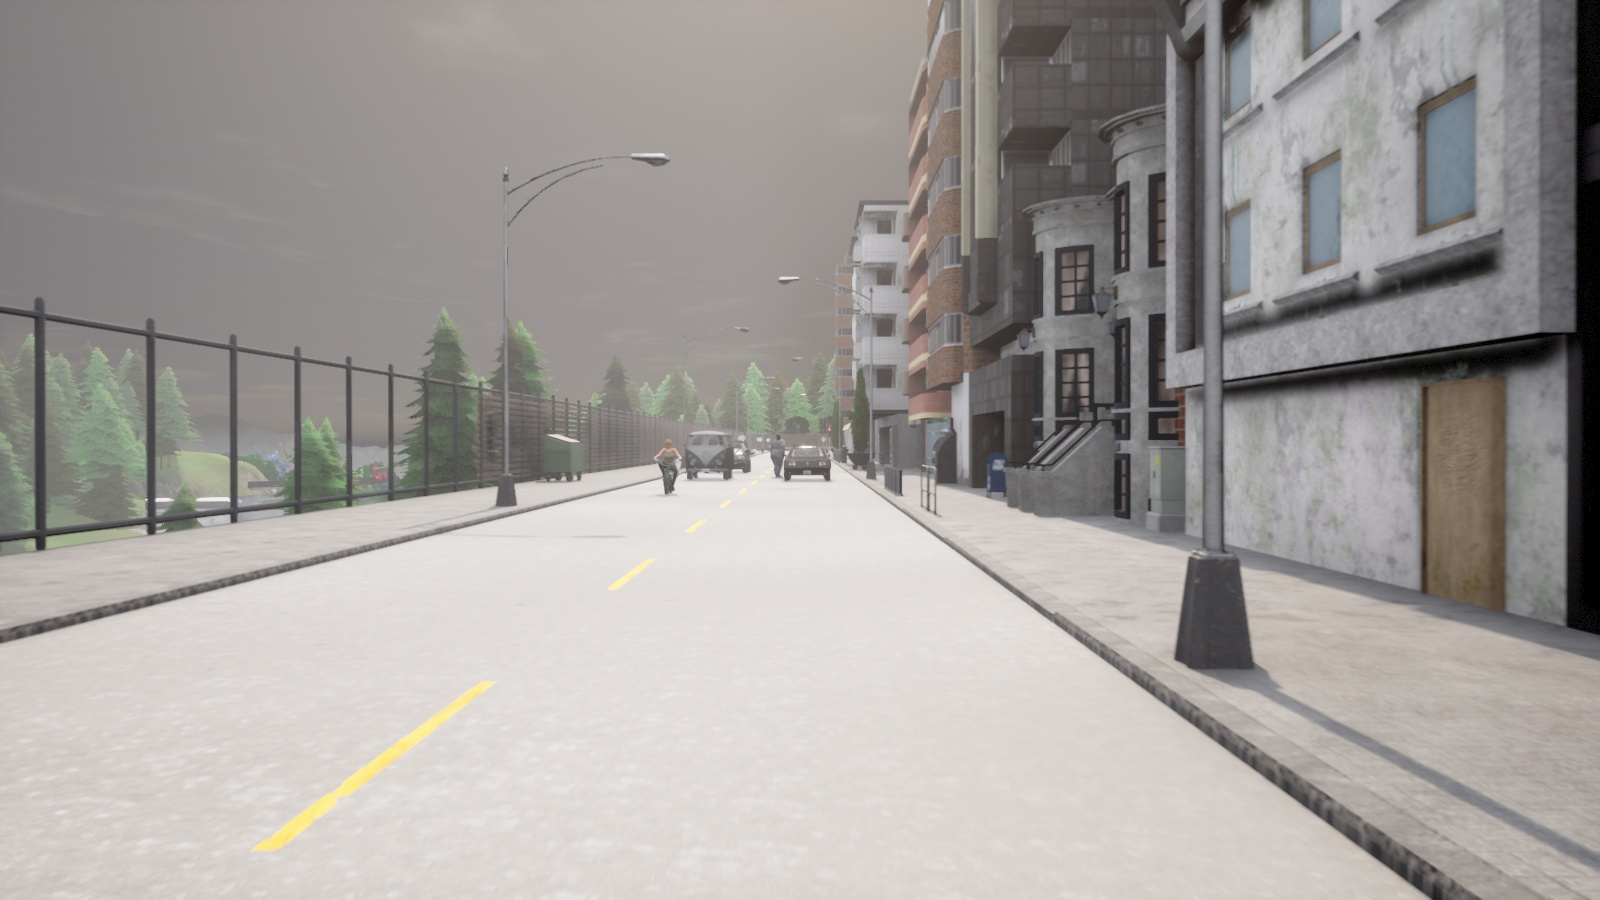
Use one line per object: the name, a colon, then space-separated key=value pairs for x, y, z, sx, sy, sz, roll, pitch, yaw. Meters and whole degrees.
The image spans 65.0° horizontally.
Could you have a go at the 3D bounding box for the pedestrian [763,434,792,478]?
pedestrian: x=-0.951 y=0.239 z=53.707 sx=0.874 sy=1.855 sz=0.900 roll=0 pitch=0 yaw=45

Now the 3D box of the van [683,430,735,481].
van: x=-3.697 y=0.206 z=51.486 sx=1.775 sy=1.987 sz=4.442 roll=0 pitch=0 yaw=0

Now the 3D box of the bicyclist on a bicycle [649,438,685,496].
bicyclist on a bicycle: x=-3.780 y=0.478 z=35.817 sx=0.866 sy=1.612 sz=1.509 roll=0 pitch=0 yaw=1

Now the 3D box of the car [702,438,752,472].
car: x=-3.634 y=0.232 z=63.088 sx=2.242 sy=1.667 sz=4.611 roll=0 pitch=0 yaw=0

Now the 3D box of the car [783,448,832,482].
car: x=0.296 y=0.562 z=50.600 sx=1.895 sy=1.301 sz=4.718 roll=0 pitch=0 yaw=0
